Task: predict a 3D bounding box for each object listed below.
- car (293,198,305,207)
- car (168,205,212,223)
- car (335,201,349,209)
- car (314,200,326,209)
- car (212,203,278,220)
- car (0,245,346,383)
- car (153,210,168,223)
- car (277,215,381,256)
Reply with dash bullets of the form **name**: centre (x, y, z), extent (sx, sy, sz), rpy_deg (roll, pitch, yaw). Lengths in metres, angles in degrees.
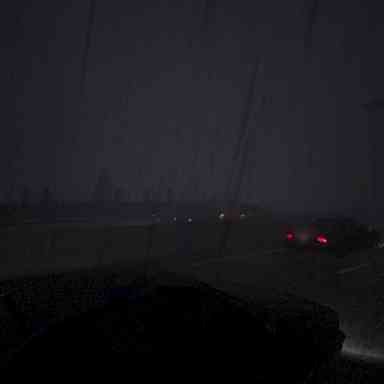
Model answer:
- **car**: centre (20.151, 1.962, 62.594), extent (2.097, 1.767, 4.553), rpy_deg (0, -1, 17)
- **car**: centre (1.146, 1.741, 23.742), extent (2.033, 1.411, 5.357), rpy_deg (0, -1, 44)
- **car**: centre (25.584, 2.158, 56.795), extent (1.994, 1.385, 4.181), rpy_deg (0, 0, 20)
- **car**: centre (22.405, 2.114, 58.280), extent (1.812, 1.442, 4.674), rpy_deg (0, 0, 20)
- **car**: centre (3.697, 1.543, 21.474), extent (2.097, 1.767, 4.553), rpy_deg (0, -1, 44)
- **car**: centre (-0.576, 1.572, 3.486), extent (5.357, 1.411, 2.033), rpy_deg (1, -1, -37)
- **car**: centre (-0.642, 1.756, 26.924), extent (2.033, 1.411, 5.357), rpy_deg (0, -1, 44)
- **car**: centre (5.763, 1.686, 13.335), extent (5.357, 1.411, 2.033), rpy_deg (1, -1, -43)
